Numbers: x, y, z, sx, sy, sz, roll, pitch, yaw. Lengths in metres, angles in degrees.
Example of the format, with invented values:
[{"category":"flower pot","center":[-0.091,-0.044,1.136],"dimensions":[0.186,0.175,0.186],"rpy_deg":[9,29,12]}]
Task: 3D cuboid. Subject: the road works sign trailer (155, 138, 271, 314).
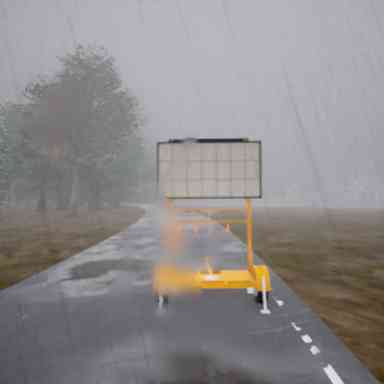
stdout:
[{"category":"road works sign trailer","center":[0.405,0.561,7.800],"dimensions":[2.380,3.560,2.880],"rpy_deg":[-1,-1,0]}]
